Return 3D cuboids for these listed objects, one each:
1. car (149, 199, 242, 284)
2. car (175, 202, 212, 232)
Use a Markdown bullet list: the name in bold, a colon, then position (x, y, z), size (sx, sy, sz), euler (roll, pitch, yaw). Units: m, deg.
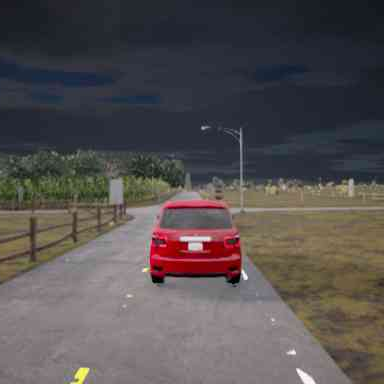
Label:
- **car**: position (0.105, 1.218, 9.687), size (2.150, 2.045, 5.566), euler (0, 0, 1)
- **car**: position (0.121, 1.474, 20.830), size (2.033, 1.411, 5.357), euler (0, 1, 1)
